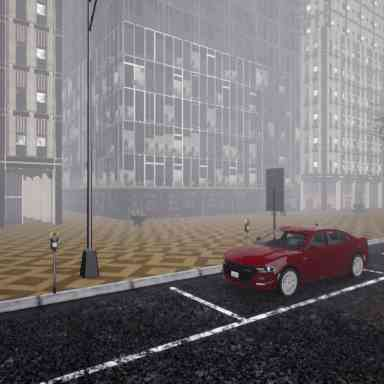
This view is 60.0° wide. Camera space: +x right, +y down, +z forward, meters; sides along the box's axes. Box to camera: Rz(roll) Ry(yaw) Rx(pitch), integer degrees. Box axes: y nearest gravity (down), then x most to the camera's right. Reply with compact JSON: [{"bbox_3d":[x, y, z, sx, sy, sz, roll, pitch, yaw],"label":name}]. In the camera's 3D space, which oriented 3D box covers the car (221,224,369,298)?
[{"bbox_3d":[2.758,1.545,8.538,4.507,1.381,1.887,0,0,-36],"label":"car"}]
